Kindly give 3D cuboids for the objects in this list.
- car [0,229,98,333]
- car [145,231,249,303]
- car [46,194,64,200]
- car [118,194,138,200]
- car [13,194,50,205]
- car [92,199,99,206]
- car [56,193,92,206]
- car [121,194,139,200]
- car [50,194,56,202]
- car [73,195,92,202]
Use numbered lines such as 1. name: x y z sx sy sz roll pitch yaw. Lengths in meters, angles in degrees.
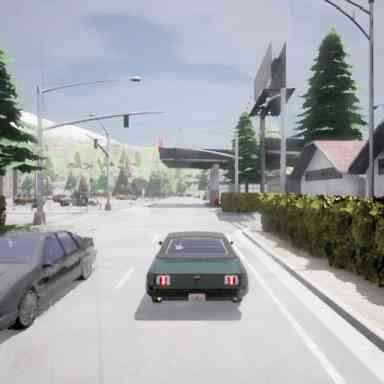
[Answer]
1. car: -3.565 1.547 7.131 2.033 1.411 5.357 0 0 0
2. car: 0.099 1.600 8.155 1.895 1.301 4.718 0 0 0
3. car: -35.054 1.380 84.975 3.806 1.475 1.970 0 0 0
4. car: -16.388 1.326 84.927 5.027 1.636 2.152 0 0 0
5. car: -24.633 1.095 50.588 4.605 1.855 1.932 0 0 0
6. car: -16.154 1.358 50.671 3.806 1.475 1.970 0 0 0
7. car: -16.747 1.074 47.343 3.866 1.878 1.905 0 0 0
8. car: -16.457 1.335 88.064 4.514 1.523 2.007 0 0 0
9. car: -23.988 1.295 63.048 4.514 1.523 2.007 0 0 0
10. car: -23.999 1.316 73.041 3.633 1.501 1.845 0 0 0
